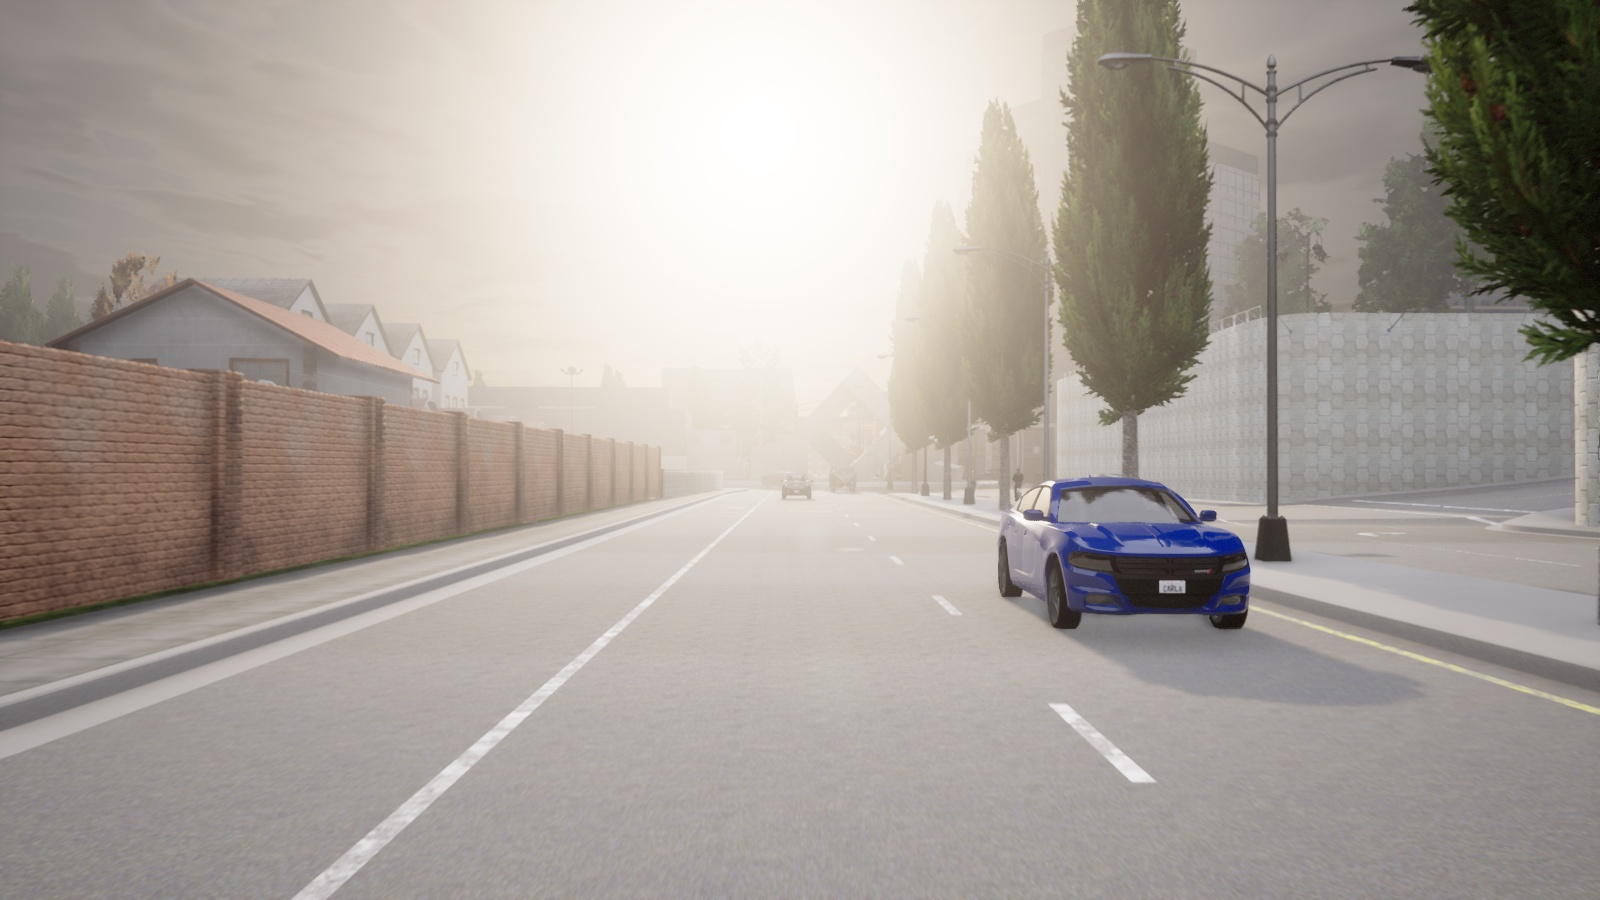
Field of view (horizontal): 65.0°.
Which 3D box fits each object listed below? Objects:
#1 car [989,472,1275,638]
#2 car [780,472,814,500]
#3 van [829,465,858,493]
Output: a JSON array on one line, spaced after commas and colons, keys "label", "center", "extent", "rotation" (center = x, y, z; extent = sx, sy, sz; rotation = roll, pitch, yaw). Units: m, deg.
[{"label": "car", "center": [3.465, 1.016, 14.178], "extent": [1.882, 1.535, 5.008], "rotation": [0, -1, 0]}, {"label": "car", "center": [-0.170, 2.009, 70.445], "extent": [1.845, 1.501, 3.633], "rotation": [0, -1, 0]}, {"label": "van", "center": [3.185, 2.105, 92.619], "extent": [1.775, 1.987, 4.442], "rotation": [0, -1, -2]}]
